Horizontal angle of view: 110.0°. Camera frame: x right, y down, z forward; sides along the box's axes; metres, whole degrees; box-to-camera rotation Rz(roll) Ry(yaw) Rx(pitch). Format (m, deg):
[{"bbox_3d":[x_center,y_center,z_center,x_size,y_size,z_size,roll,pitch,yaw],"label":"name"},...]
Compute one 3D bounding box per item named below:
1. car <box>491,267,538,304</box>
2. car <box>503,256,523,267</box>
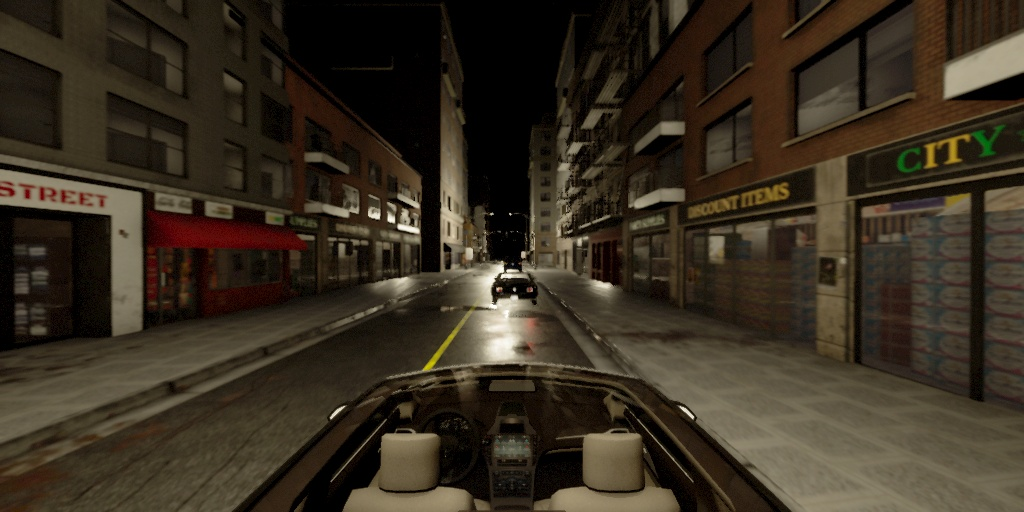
[{"bbox_3d":[0.100,1.365,16.411,1.895,1.301,4.718,0,0,0],"label":"car"},{"bbox_3d":[0.098,1.022,43.007,2.150,2.045,5.566,0,0,0],"label":"car"}]
